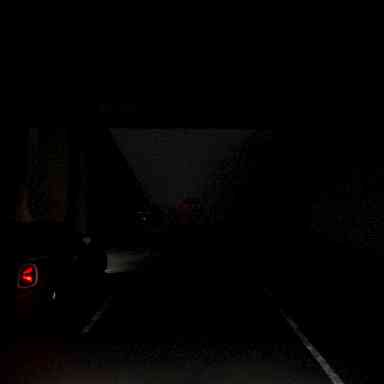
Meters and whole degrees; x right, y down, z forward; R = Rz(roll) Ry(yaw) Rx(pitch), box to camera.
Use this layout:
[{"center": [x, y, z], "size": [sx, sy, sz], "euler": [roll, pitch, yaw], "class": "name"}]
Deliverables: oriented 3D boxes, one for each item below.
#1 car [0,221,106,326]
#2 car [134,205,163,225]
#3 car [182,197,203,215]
[{"center": [-3.409, 1.424, 7.372], "size": [2.097, 1.767, 4.553], "euler": [0, -1, 0], "class": "car"}, {"center": [-3.440, 1.746, 26.573], "size": [2.128, 1.511, 4.902], "euler": [0, -1, 0], "class": "car"}, {"center": [0.045, 1.592, 38.755], "size": [2.150, 2.045, 5.566], "euler": [0, 0, 0], "class": "car"}]
